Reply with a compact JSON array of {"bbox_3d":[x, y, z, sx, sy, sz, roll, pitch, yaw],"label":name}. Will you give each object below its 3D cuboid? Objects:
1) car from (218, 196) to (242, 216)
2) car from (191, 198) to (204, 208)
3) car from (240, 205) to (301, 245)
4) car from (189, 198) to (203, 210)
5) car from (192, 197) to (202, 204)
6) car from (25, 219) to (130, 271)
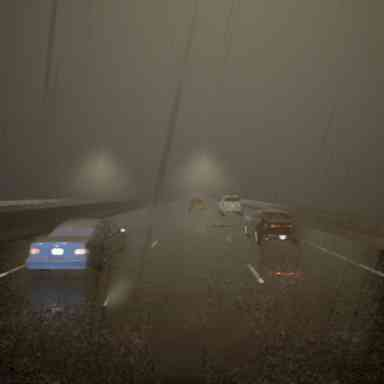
[{"bbox_3d":[3.977,1.392,34.930,2.150,2.045,5.566,0,0,1],"label":"car"},{"bbox_3d":[0.887,1.775,55.638,2.128,1.511,4.902,0,0,1],"label":"car"},{"bbox_3d":[3.691,1.580,15.860,1.837,1.490,4.892,0,0,1],"label":"car"},{"bbox_3d":[0.600,1.687,46.081,1.801,1.575,5.366,0,0,1],"label":"car"},{"bbox_3d":[1.147,1.926,73.628,2.033,1.411,5.357,0,0,1],"label":"car"},{"bbox_3d":[-3.459,1.597,11.091,2.033,1.411,5.357,0,0,0],"label":"car"}]
